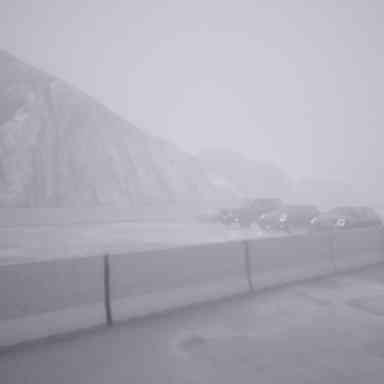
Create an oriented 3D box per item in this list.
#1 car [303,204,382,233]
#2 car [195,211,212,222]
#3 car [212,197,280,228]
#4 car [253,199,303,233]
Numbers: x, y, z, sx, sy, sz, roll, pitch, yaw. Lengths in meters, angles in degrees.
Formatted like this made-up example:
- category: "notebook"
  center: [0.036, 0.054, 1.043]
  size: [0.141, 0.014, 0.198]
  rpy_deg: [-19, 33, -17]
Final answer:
- category: "car"
  center: [8.643, 1.564, 18.631]
  size: [4.553, 1.767, 2.097]
  rpy_deg: [1, 0, -35]
- category: "car"
  center: [2.603, 1.820, 27.218]
  size: [4.718, 1.301, 1.895]
  rpy_deg: [1, 0, -35]
- category: "car"
  center: [4.494, 1.420, 24.269]
  size: [5.566, 2.045, 2.150]
  rpy_deg: [1, -1, -35]
- category: "car"
  center: [6.432, 1.561, 21.355]
  size: [4.553, 1.767, 2.097]
  rpy_deg: [1, 0, -35]
